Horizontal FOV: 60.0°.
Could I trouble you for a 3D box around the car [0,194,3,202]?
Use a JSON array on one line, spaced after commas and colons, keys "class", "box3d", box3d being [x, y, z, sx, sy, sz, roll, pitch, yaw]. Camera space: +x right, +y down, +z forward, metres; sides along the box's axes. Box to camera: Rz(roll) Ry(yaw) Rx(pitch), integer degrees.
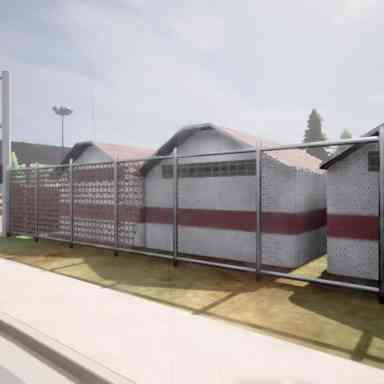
[{"class": "car", "box3d": [-22.540, 1.220, 40.007, 2.150, 2.045, 5.566, 0, 0, 37]}]
